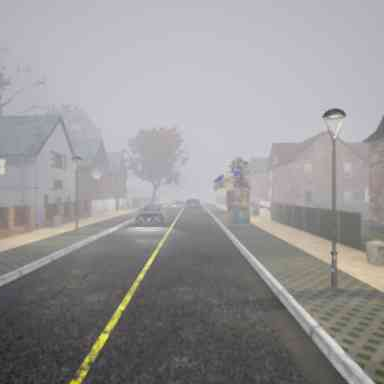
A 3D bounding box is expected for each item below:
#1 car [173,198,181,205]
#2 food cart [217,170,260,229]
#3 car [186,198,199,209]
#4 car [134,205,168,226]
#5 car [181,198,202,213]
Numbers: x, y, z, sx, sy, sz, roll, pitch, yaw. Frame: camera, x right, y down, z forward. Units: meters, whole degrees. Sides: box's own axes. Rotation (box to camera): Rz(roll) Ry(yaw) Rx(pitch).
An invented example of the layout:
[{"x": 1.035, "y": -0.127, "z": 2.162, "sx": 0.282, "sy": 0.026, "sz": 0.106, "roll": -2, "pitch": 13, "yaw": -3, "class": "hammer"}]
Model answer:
[{"x": -2.667, "y": 1.903, "z": 65.985, "sx": 1.895, "sy": 1.301, "sz": 4.718, "roll": 0, "pitch": -1, "yaw": 0, "class": "car"}, {"x": 3.011, "y": 0.513, "z": 22.654, "sx": 2.280, "sy": 3.560, "sz": 4.660, "roll": -1, "pitch": -1, "yaw": 0, "class": "food cart"}, {"x": 0.063, "y": 1.680, "z": 48.772, "sx": 1.837, "sy": 1.490, "sz": 4.892, "roll": 0, "pitch": 0, "yaw": 0, "class": "car"}, {"x": -2.819, "y": 1.613, "z": 23.665, "sx": 1.994, "sy": 1.385, "sz": 4.181, "roll": 0, "pitch": 0, "yaw": 0, "class": "car"}, {"x": 0.113, "y": 1.464, "z": 38.074, "sx": 2.097, "sy": 1.767, "sz": 4.553, "roll": 0, "pitch": 0, "yaw": 0, "class": "car"}]
